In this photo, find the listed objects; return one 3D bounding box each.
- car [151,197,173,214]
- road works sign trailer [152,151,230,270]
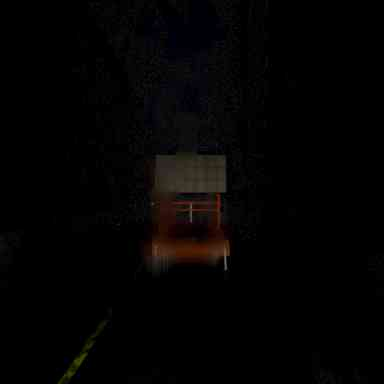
[{"bbox_3d":[-3.120,1.347,35.398,2.097,1.767,4.553,0,0,0],"label":"car"},{"bbox_3d":[-0.035,0.463,10.976,2.380,3.560,2.880,0,0,0],"label":"road works sign trailer"}]
